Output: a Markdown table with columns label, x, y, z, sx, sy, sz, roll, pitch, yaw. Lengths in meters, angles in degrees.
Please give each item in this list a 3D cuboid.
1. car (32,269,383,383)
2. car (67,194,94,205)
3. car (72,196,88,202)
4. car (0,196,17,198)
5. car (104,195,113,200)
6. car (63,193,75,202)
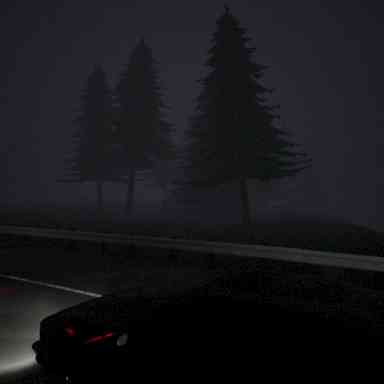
| label | x | y | z | sx | sy | sz | roll | pitch | yaw |
| --- | --- | --- | --- | --- | --- | --- | --- | --- | --- |
| car | 0.724 | 1.547 | 3.214 | 5.357 | 1.411 | 2.033 | 0 | 0 | 34 |
| car | -19.717 | 1.547 | 60.197 | 2.033 | 1.411 | 5.357 | 0 | 0 | 11 |
| car | -25.127 | 1.596 | 74.765 | 1.895 | 1.301 | 4.718 | 0 | 0 | 1 |
| car | -39.250 | 1.540 | 72.309 | 2.033 | 1.411 | 5.357 | 0 | 0 | 5 |
| car | -22.103 | 1.478 | 88.086 | 1.882 | 1.535 | 5.008 | 0 | 0 | -7 |
| car | -28.566 | 1.225 | 78.243 | 2.150 | 2.045 | 5.566 | 0 | 0 | -3 |
